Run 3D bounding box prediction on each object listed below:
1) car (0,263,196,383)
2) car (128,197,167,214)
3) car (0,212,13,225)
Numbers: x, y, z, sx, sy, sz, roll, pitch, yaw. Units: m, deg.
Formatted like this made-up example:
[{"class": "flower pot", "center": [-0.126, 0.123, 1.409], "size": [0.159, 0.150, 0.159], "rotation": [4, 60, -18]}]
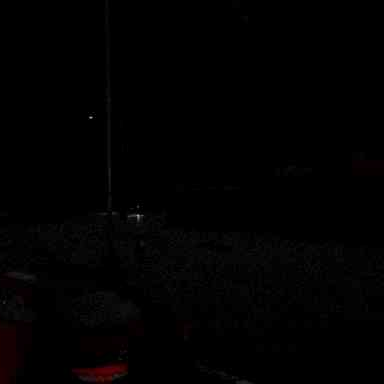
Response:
[{"class": "car", "center": [-1.897, 1.584, 4.188], "size": [4.206, 1.307, 1.802], "rotation": [0, -1, 36]}, {"class": "car", "center": [-4.309, 1.322, 33.516], "size": [1.837, 1.490, 4.892], "rotation": [-1, -1, 36]}, {"class": "car", "center": [-13.787, 1.551, 20.395], "size": [1.895, 1.301, 4.718], "rotation": [-1, 0, 36]}]
